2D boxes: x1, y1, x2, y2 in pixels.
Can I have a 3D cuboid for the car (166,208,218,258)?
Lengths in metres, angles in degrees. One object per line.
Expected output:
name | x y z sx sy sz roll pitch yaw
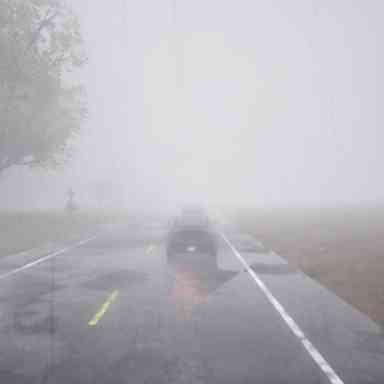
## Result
car | 0.012 1.654 13.500 1.837 1.490 4.892 0 0 0

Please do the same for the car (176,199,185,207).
car | -2.071 2.216 66.370 1.837 1.490 4.892 0 -1 4

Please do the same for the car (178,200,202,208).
car | 0.111 1.795 29.220 1.882 1.535 5.008 0 0 1
